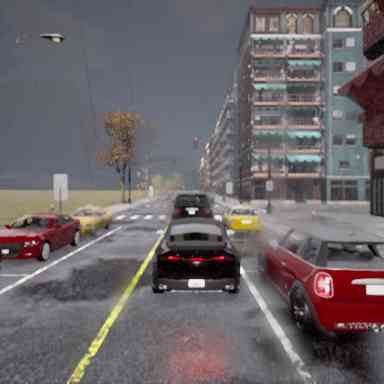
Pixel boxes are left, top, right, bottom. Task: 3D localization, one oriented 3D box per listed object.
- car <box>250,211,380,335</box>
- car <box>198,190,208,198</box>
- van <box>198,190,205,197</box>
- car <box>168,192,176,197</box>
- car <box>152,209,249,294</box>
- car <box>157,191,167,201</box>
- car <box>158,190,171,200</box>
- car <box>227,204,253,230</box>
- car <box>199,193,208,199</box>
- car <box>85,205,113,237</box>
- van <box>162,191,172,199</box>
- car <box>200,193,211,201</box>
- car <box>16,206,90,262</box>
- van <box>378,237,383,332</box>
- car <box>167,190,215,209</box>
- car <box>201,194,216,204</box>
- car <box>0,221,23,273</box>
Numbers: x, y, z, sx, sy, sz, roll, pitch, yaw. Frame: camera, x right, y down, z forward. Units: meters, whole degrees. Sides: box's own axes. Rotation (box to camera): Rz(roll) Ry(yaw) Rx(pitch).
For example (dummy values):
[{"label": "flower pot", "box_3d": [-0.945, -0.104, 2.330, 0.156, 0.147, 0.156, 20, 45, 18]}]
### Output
[{"label": "car", "box_3d": [2.565, 1.371, 6.588, 1.967, 1.590, 4.097, 1, 1, 0]}, {"label": "car", "box_3d": [2.461, 0.513, 78.492, 2.192, 1.841, 5.009, 1, 1, 0]}, {"label": "van", "box_3d": [2.444, 0.424, 89.814, 1.690, 1.788, 3.998, 1, 1, 0]}, {"label": "car", "box_3d": [-5.438, 0.670, 89.293, 1.802, 1.307, 4.206, 1, 1, 0]}, {"label": "car", "box_3d": [0.087, 1.415, 8.546, 1.837, 1.490, 4.892, 0, 0, 0]}, {"label": "car", "box_3d": [-5.395, 0.815, 61.023, 1.967, 1.590, 4.097, 1, 1, 0]}, {"label": "car", "box_3d": [-5.402, 0.632, 66.675, 2.192, 1.841, 5.009, 1, 1, 0]}, {"label": "car", "box_3d": [2.548, 1.341, 17.848, 1.752, 1.417, 4.829, 1, 1, 0]}, {"label": "car", "box_3d": [2.467, 0.821, 72.834, 1.947, 1.339, 4.313, 1, 1, 0]}, {"label": "car", "box_3d": [-5.331, 1.348, 17.069, 1.752, 1.417, 4.829, 1, 1, 0]}, {"label": "van", "box_3d": [-5.410, 0.601, 72.329, 1.690, 1.788, 3.998, 1, 1, 0]}, {"label": "car", "box_3d": [2.483, 0.952, 61.512, 1.802, 1.307, 4.206, 1, 1, 0]}, {"label": "car", "box_3d": [-5.324, 1.423, 11.704, 1.887, 1.381, 4.507, 1, 1, 0]}, {"label": "van", "box_3d": [2.575, 1.329, 1.042, 1.690, 1.788, 3.998, 1, 1, 0]}, {"label": "car", "box_3d": [0.054, 1.031, 18.396, 2.150, 2.045, 5.566, 0, 1, 1]}, {"label": "car", "box_3d": [2.500, 1.036, 50.190, 2.008, 1.369, 4.403, 1, 1, 0]}, {"label": "car", "box_3d": [-5.316, 1.486, 6.168, 2.008, 1.369, 4.403, 1, 1, 0]}]
